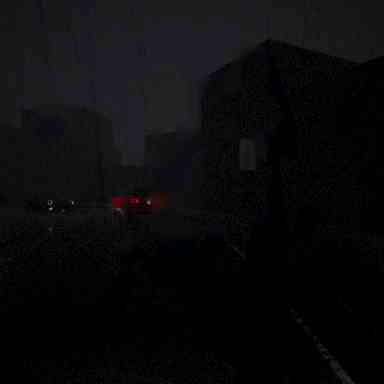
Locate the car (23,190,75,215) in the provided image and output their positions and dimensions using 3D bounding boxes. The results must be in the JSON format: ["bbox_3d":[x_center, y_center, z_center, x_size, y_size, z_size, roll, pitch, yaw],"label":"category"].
[{"bbox_3d":[-10.567,0.671,24.484,4.553,1.767,2.097,2,1,41],"label":"car"}]

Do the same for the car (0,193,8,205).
[{"bbox_3d":[-21.165,0.587,33.793,4.902,1.511,2.128,1,0,12],"label":"car"}]

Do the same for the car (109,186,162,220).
[{"bbox_3d":[-3.849,0.658,22.051,2.150,2.045,5.566,1,1,-29],"label":"car"}]
